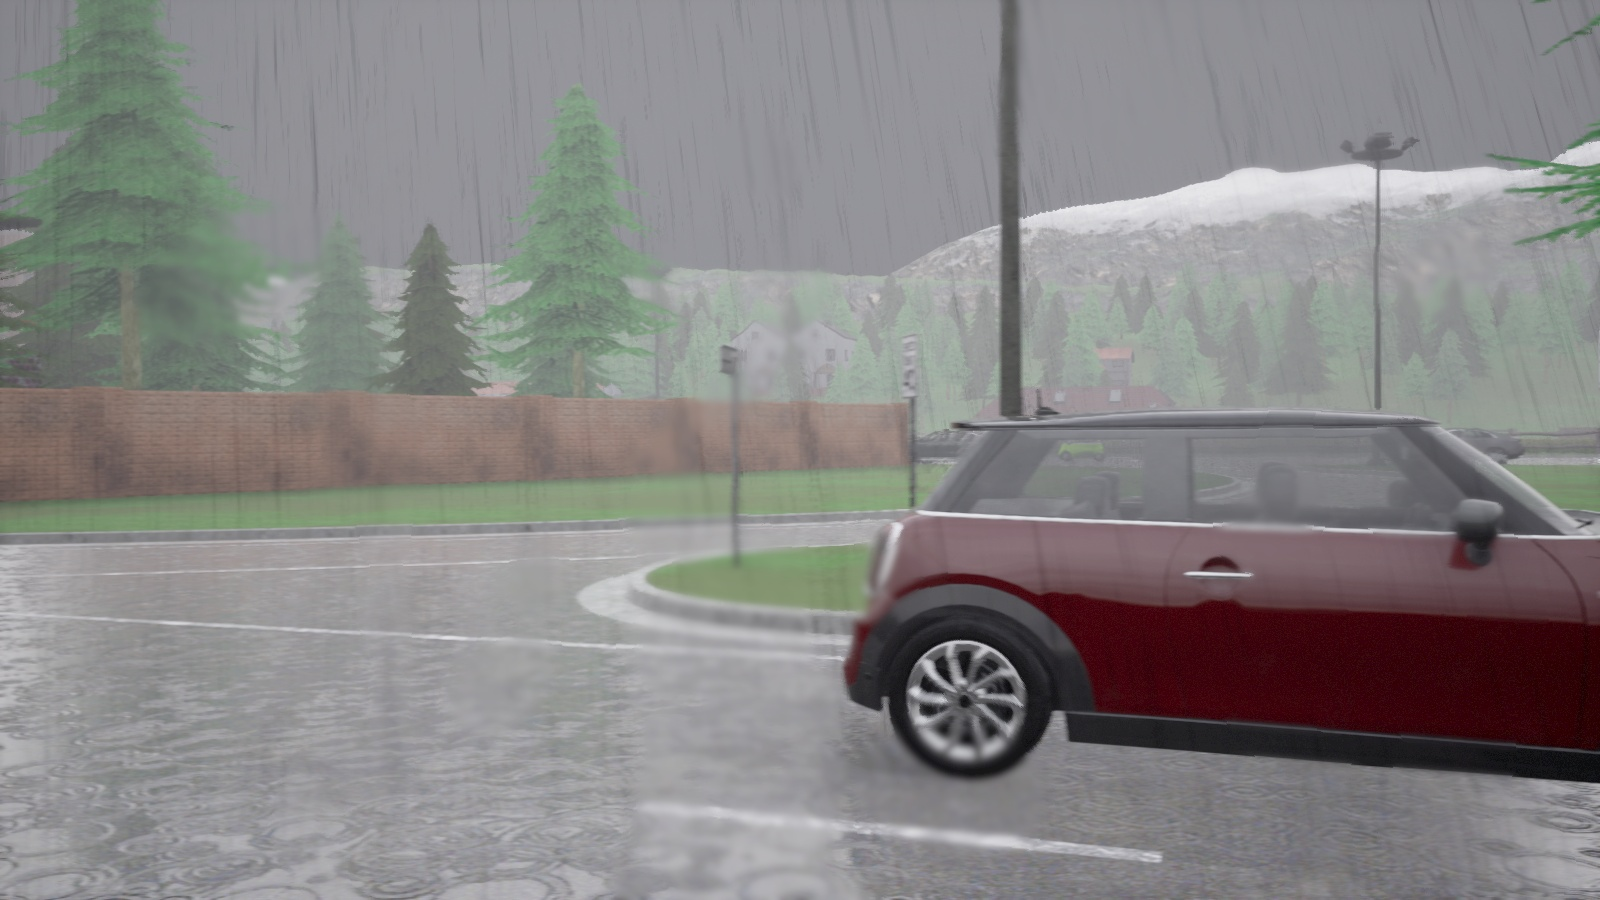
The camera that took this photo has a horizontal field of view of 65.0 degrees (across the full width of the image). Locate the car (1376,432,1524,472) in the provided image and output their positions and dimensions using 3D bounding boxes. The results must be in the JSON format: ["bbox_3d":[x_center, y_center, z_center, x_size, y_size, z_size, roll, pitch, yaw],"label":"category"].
[{"bbox_3d":[25.560,0.067,49.570,4.902,1.511,2.128,0,1,19],"label":"car"}]

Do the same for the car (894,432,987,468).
[{"bbox_3d":[6.248,-0.036,55.793,3.705,1.549,1.789,1,1,30],"label":"car"}]

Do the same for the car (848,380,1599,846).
[{"bbox_3d":[2.713,0.600,5.971,4.553,1.767,2.097,0,1,19],"label":"car"}]
